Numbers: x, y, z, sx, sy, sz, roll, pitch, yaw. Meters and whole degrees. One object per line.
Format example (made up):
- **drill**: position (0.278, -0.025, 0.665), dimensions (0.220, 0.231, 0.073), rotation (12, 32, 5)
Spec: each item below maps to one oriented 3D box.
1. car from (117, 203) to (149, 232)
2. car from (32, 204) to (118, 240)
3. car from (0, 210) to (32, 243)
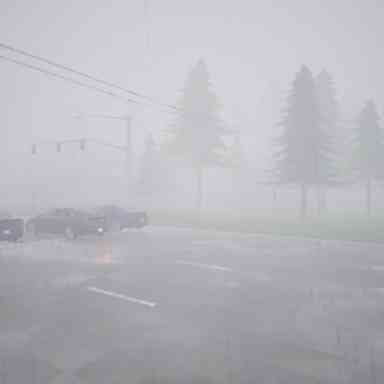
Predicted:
- **car**: position (-4.868, 1.423, 19.826), dimensions (5.008, 1.535, 1.882), rotation (0, 0, 32)
- **car**: position (-6.252, 1.455, 16.569), dimensions (4.892, 1.490, 1.837), rotation (1, 0, 32)
- **car**: position (-9.403, 1.421, 14.408), dimensions (5.008, 1.535, 1.882), rotation (0, 0, 32)
